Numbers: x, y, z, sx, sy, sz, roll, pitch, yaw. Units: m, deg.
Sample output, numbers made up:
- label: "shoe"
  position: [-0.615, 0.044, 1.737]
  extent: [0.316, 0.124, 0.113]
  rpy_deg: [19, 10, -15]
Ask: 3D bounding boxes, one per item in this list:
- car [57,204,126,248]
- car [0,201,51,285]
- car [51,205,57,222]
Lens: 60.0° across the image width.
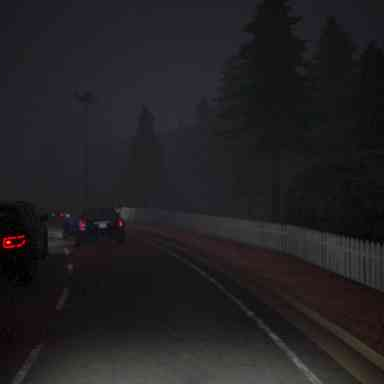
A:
- label: "car"
  position: [-4.661, 1.379, 15.373]
  extent: [2.097, 1.767, 4.553]
  rpy_deg: [0, 0, -29]
- label: "car"
  position: [-5.420, 1.256, 9.344]
  extent: [2.150, 2.045, 5.566]
  rpy_deg: [0, 0, -19]
- label: "car"
  position: [-10.891, 1.613, 24.304]
  extent: [2.033, 1.411, 5.357]
  rpy_deg: [0, 0, -39]
